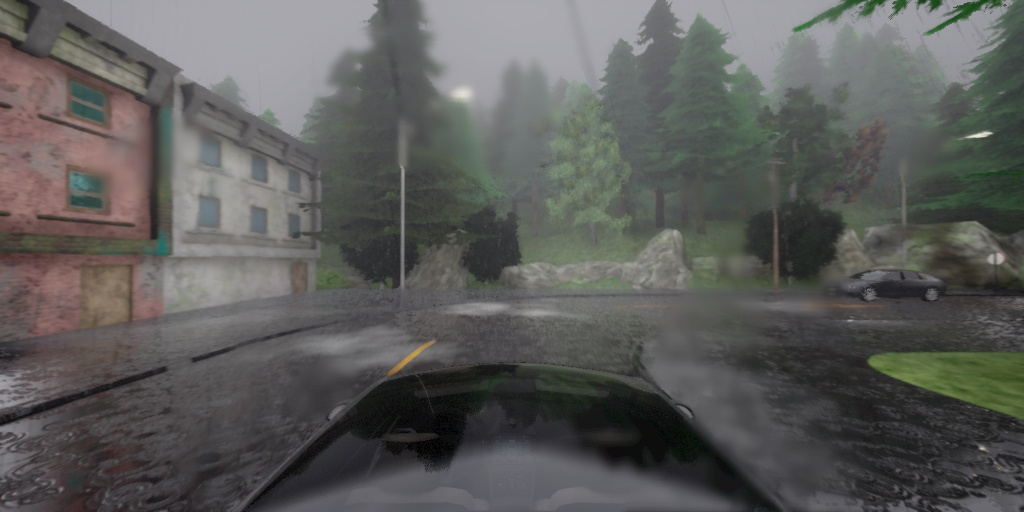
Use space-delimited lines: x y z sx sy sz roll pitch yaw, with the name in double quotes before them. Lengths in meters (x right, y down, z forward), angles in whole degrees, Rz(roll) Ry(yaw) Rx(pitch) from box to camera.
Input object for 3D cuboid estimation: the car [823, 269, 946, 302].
"car" 17.895 1.397 17.360 4.892 1.490 1.837 0 -1 0
